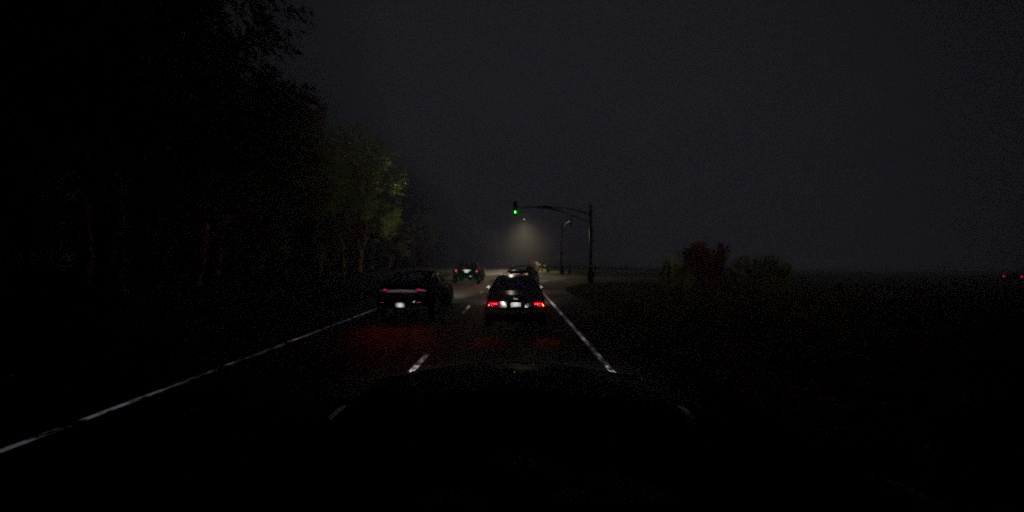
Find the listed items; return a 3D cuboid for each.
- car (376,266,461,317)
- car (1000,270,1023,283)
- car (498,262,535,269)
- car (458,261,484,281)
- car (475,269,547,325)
[{"bbox_3d":[-3.401,1.286,13.292,2.128,1.511,4.902,0,0,0],"label":"car"},{"bbox_3d":[50.200,2.021,34.305,4.718,1.301,1.895,1,-1,0],"label":"car"},{"bbox_3d":[0.795,1.334,24.716,2.128,1.511,4.902,0,0,11],"label":"car"},{"bbox_3d":[-3.405,1.210,28.956,2.097,1.767,4.553,0,0,0],"label":"car"},{"bbox_3d":[0.099,1.339,11.945,2.033,1.411,5.357,0,0,0],"label":"car"}]
